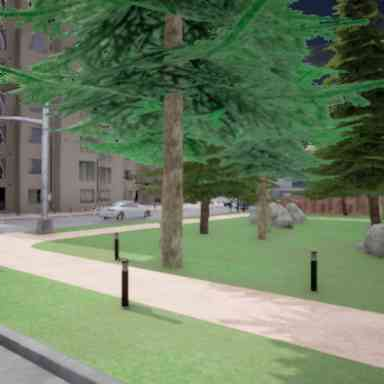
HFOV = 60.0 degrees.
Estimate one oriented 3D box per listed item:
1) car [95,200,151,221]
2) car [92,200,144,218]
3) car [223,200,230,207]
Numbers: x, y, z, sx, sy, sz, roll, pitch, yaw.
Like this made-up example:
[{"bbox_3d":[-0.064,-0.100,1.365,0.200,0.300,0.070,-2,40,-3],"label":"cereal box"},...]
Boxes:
[{"bbox_3d":[-5.354,1.512,26.943,1.812,1.442,4.674,0,0,37],"label":"car"},{"bbox_3d":[-6.831,1.508,31.070,1.812,1.442,4.674,0,0,36],"label":"car"},{"bbox_3d":[6.302,1.547,48.590,1.994,1.385,4.181,0,0,37],"label":"car"}]
